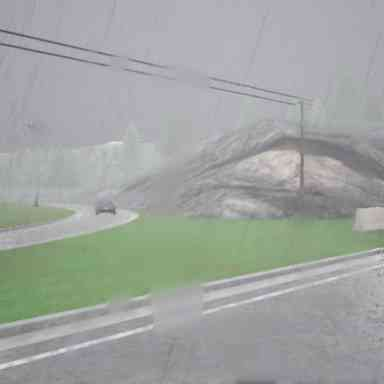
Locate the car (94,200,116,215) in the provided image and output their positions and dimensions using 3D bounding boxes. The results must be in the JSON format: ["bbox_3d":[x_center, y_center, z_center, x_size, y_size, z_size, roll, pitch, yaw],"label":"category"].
[{"bbox_3d":[-9.069,1.560,34.658,1.994,1.385,4.181,0,0,-18],"label":"car"}]
